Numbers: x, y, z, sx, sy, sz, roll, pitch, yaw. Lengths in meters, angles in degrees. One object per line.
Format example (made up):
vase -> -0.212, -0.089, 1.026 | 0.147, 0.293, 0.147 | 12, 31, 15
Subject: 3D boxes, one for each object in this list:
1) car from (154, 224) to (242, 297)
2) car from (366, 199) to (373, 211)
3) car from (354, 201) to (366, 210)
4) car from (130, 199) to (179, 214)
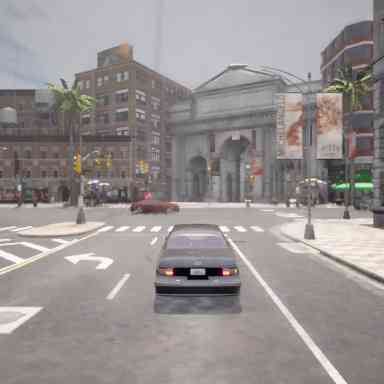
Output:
car -> 0.110, 1.547, 8.762 | 2.033, 1.411, 5.357 | 0, 0, 0
car -> 22.701, 1.526, 37.490 | 4.674, 1.442, 1.812 | 0, 0, 1
car -> 22.274, 1.564, 40.989 | 4.181, 1.385, 1.994 | 0, 0, 0
car -> -3.826, 1.477, 34.065 | 5.008, 1.535, 1.882 | 0, 0, 1
